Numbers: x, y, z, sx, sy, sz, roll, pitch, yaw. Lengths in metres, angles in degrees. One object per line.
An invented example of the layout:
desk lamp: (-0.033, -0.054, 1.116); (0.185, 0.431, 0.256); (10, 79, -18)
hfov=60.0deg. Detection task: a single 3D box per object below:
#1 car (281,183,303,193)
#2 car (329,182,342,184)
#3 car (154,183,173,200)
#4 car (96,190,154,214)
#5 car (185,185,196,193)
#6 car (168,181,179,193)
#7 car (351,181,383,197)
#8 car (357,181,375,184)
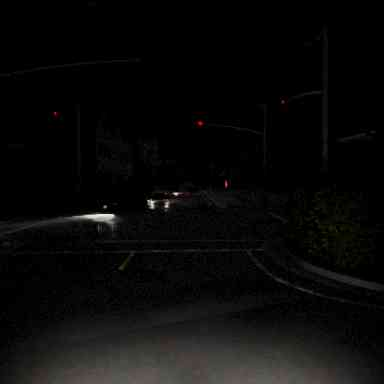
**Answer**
car: (15.262, -0.538, 52.100); (2.007, 1.523, 4.514); (-1, 2, 0)
car: (25.300, -1.046, 59.514); (2.152, 1.636, 5.027); (-1, 2, 0)
car: (-3.725, 0.075, 39.869); (1.882, 1.535, 5.008); (-1, 2, 0)
car: (-4.976, 0.734, 24.200); (1.994, 1.385, 4.181); (1, 3, 26)
car: (-0.178, -0.567, 58.719); (1.812, 1.442, 4.674); (-1, 2, 0)
car: (-3.697, -0.980, 62.906); (2.150, 2.045, 5.566); (-1, 2, 0)
car: (22.255, -0.468, 42.123); (1.932, 1.855, 4.605); (-1, 2, 0)
car: (19.012, -0.181, 34.243); (1.905, 1.878, 3.866); (-1, 2, 0)
